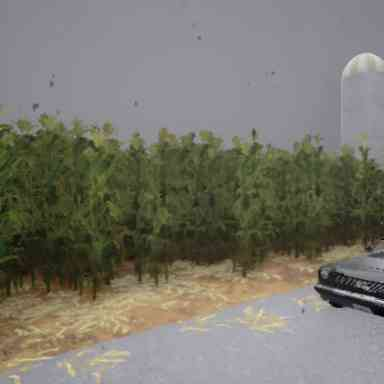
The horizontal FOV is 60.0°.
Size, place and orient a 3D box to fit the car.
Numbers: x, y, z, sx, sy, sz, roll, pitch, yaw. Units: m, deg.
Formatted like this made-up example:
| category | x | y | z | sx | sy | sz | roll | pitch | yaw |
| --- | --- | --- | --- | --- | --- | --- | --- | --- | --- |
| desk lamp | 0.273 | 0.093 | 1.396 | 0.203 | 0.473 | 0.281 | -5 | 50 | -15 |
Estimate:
| category | x | y | z | sx | sy | sz | roll | pitch | yaw |
| --- | --- | --- | --- | --- | --- | --- | --- | --- | --- |
| car | 4.570 | 1.577 | 6.674 | 4.718 | 1.301 | 1.895 | 0 | 0 | -35 |
